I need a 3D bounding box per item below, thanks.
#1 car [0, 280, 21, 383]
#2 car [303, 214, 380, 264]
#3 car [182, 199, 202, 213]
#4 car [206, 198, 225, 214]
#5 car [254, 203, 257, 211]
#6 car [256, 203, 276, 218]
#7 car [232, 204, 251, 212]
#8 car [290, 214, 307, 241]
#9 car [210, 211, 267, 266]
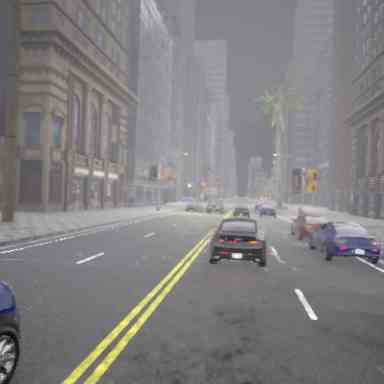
[{"bbox_3d":[-3.317,1.260,2.147,2.097,1.767,4.553,2,-1,9],"label":"car"},{"bbox_3d":[6.096,1.919,13.688,1.812,1.442,4.674,2,-1,9],"label":"car"},{"bbox_3d":[0.308,2.143,47.381,2.033,1.411,5.357,2,-1,9],"label":"car"},{"bbox_3d":[3.220,1.892,44.874,2.150,2.045,5.566,2,-1,9],"label":"car"},{"bbox_3d":[12.018,2.635,58.953,1.882,1.535,5.008,2,-1,9],"label":"car"},{"bbox_3d":[9.427,2.335,41.819,1.882,1.535,5.008,2,-1,9],"label":"car"},{"bbox_3d":[5.618,2.178,37.886,1.837,1.490,4.892,2,0,9],"label":"car"},{"bbox_3d":[7.001,2.025,19.619,1.812,1.442,4.674,2,-1,9],"label":"car"},{"bbox_3d":[1.757,1.729,12.579,1.837,1.490,4.892,2,0,9],"label":"car"}]
